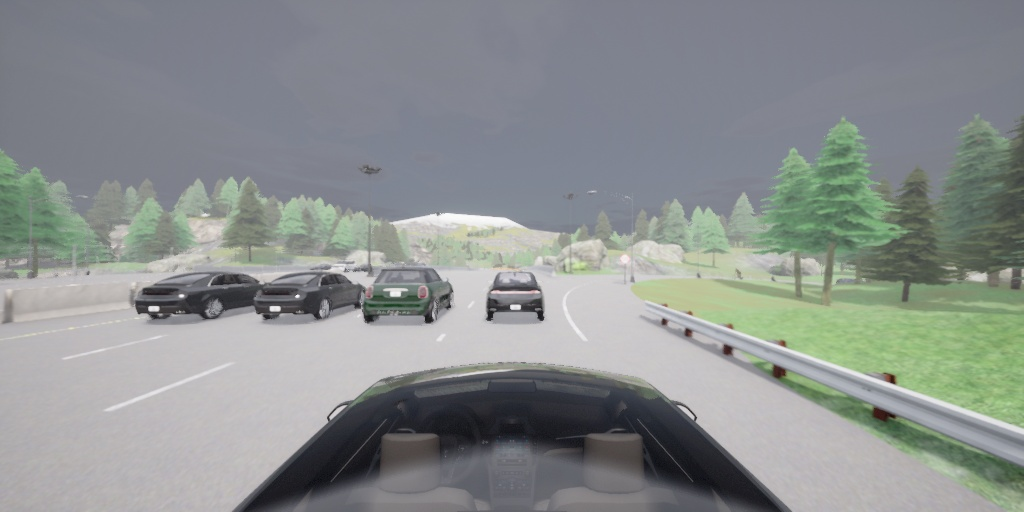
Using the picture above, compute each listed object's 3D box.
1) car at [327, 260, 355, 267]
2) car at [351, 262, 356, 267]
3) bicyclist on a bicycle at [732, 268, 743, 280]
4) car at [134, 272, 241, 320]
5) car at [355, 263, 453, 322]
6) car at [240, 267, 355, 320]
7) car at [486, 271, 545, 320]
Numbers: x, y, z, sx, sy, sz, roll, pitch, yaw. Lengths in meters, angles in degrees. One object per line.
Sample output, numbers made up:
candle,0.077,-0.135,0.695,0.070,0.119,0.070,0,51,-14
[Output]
car,-27.591,1.715,59.147,2.150,2.045,5.566,0,-1,1
car,-24.094,2.096,59.142,1.895,1.301,4.718,0,-1,1
bicyclist on a bicycle,32.026,2.543,50.970,0.582,1.620,1.656,3,-1,-25
car,-10.391,1.304,12.826,1.837,1.490,4.892,0,0,0
car,-3.392,1.153,12.577,2.097,1.767,4.553,0,-1,0
car,-6.890,1.307,12.854,1.837,1.490,4.892,0,0,0
car,0.106,1.293,12.901,2.128,1.511,4.902,0,0,0
